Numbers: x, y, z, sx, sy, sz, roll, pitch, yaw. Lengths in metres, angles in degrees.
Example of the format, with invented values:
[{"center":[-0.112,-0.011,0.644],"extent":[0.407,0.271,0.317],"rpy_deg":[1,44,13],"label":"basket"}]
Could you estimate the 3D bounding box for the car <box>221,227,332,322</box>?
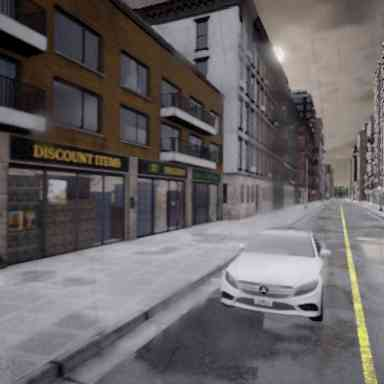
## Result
[{"center":[2.158,1.590,7.697],"extent":[1.812,1.442,4.674],"rpy_deg":[0,0,24],"label":"car"}]
